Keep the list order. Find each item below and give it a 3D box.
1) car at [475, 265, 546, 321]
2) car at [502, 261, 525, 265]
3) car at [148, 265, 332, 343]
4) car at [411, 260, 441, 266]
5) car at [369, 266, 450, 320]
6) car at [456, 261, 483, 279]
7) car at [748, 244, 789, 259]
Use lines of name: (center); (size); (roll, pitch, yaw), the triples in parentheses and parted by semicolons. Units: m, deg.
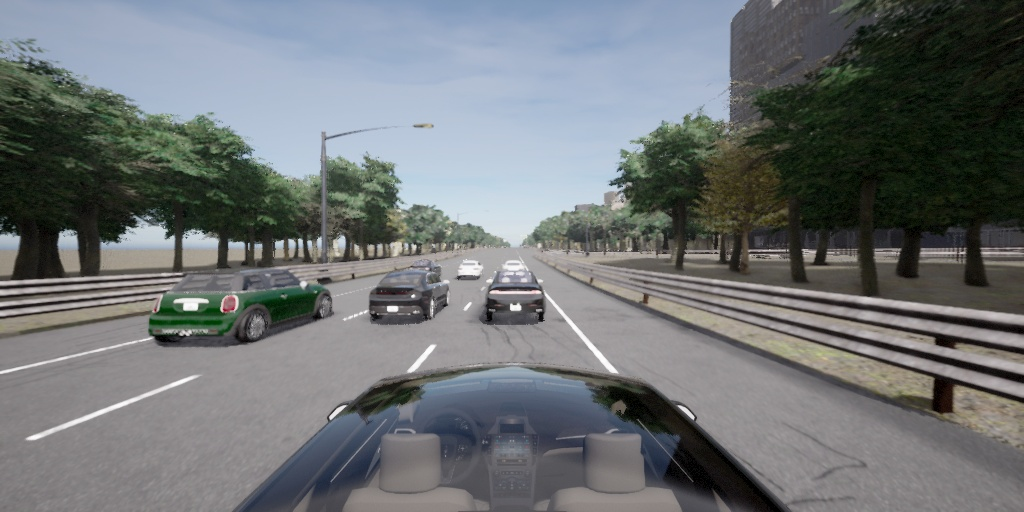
car: (0.101, 1.239, 12.467); (2.128, 1.511, 4.902); (0, 0, 0)
car: (0.117, 1.094, 29.862); (1.812, 1.442, 4.674); (0, 1, 0)
car: (-6.899, 1.102, 9.833); (2.097, 1.767, 4.553); (0, 0, 0)
car: (-6.898, 1.081, 28.782); (2.128, 1.511, 4.902); (0, 1, 0)
car: (-3.398, 1.252, 12.622); (1.837, 1.490, 4.892); (0, 0, 0)
car: (-3.398, 1.095, 29.842); (1.812, 1.442, 4.674); (0, 1, 0)
car: (36.849, -0.623, 51.063); (2.150, 2.045, 5.566); (-1, 1, -38)
